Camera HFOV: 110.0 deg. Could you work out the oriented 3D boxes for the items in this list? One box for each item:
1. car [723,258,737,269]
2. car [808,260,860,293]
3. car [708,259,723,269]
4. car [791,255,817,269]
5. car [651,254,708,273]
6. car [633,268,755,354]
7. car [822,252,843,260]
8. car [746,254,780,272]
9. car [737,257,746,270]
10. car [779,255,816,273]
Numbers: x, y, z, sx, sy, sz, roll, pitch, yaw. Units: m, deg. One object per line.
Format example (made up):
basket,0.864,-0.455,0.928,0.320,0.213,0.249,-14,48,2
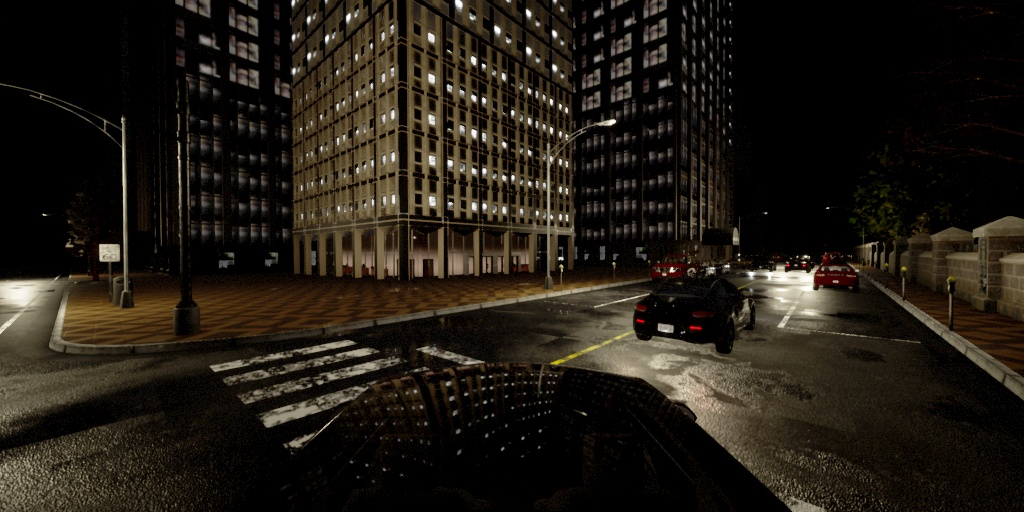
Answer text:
car,18.458,0.935,32.366,2.007,1.370,4.403,0,0,42
car,17.008,1.076,18.868,1.888,1.381,4.507,0,0,42
car,14.787,0.992,28.233,2.007,1.370,4.403,0,0,42
car,34.450,0.709,42.301,2.128,1.511,4.902,0,1,42
car,11.116,0.813,24.101,2.192,1.841,5.009,0,0,42
car,4.492,1.205,8.634,1.812,1.442,4.674,0,1,42
car,42.702,0.440,47.795,2.192,1.841,5.009,0,0,42
car,25.810,0.815,36.776,1.837,1.490,4.892,0,1,42
car,25.685,0.794,40.504,1.751,1.417,4.829,0,0,42
car,27.388,0.878,34.307,2.033,1.411,5.357,0,1,42
